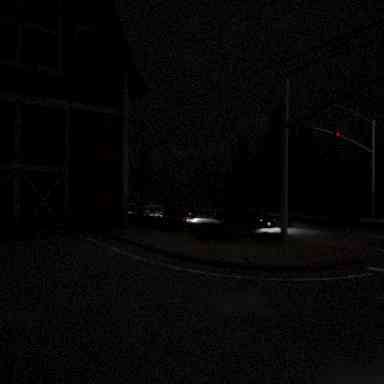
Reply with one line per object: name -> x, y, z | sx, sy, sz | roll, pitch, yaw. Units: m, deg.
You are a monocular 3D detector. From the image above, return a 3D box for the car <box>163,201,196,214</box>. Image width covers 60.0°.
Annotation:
car -> -1.317, 1.890, 33.124 | 1.994, 1.385, 4.181 | 1, -1, -34

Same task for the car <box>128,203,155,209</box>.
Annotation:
car -> -6.301, 1.945, 40.389 | 1.895, 1.301, 4.718 | 1, -1, -34

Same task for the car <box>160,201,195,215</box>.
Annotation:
car -> -1.836, 1.893, 40.415 | 1.837, 1.490, 4.892 | 1, -1, -34

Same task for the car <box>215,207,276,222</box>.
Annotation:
car -> 3.901, 1.854, 25.511 | 2.033, 1.411, 5.357 | 1, -1, -34
